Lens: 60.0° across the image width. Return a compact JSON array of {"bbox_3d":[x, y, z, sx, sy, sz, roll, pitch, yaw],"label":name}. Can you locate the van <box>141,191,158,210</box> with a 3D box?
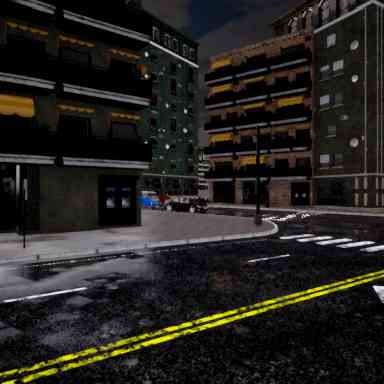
[{"bbox_3d":[-4.977,0.818,32.619,3.998,1.788,1.690,1,0,37],"label":"van"}]

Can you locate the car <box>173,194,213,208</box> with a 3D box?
[{"bbox_3d":[0.068,1.042,39.304,4.403,1.369,2.008,1,0,37],"label":"car"}]

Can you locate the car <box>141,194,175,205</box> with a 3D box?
[{"bbox_3d":[-4.355,0.962,42.617,4.206,1.307,1.802,1,0,37],"label":"car"}]

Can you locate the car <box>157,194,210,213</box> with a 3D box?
[{"bbox_3d":[-0.561,1.138,29.305,4.403,1.369,2.008,1,0,37],"label":"car"}]
